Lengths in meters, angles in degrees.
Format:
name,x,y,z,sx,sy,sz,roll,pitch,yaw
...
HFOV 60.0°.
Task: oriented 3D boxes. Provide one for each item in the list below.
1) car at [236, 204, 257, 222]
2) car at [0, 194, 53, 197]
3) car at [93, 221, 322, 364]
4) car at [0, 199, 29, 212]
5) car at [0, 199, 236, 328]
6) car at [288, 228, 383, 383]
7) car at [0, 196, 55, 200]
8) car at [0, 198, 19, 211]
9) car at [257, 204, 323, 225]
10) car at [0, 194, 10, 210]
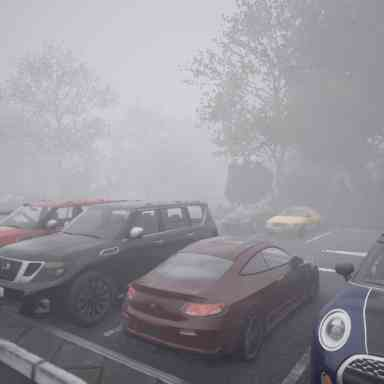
name,x,y,z,sx,sy,sz,roll,pitch,yaw
car,3.583,1.486,20.071,2.231,1.521,4.892,0,0,36
car,-16.959,1.241,34.708,2.435,2.045,5.566,0,0,36
car,0.837,1.522,5.947,2.002,1.452,4.674,0,0,36
car,-21.476,1.535,37.967,2.002,1.452,4.674,0,0,36
car,-1.459,1.232,7.556,2.435,2.045,5.566,0,0,36
car,3.138,1.356,4.345,2.185,1.767,4.553,0,0,36
car,-3.739,1.232,9.186,2.435,2.045,5.566,0,0,36
car,-23.642,1.500,39.512,2.097,1.535,5.008,0,0,36
car,5.731,1.481,18.301,1.946,1.575,5.366,0,0,36
car,-25.923,1.254,41.114,2.435,2.045,5.566,0,0,36
